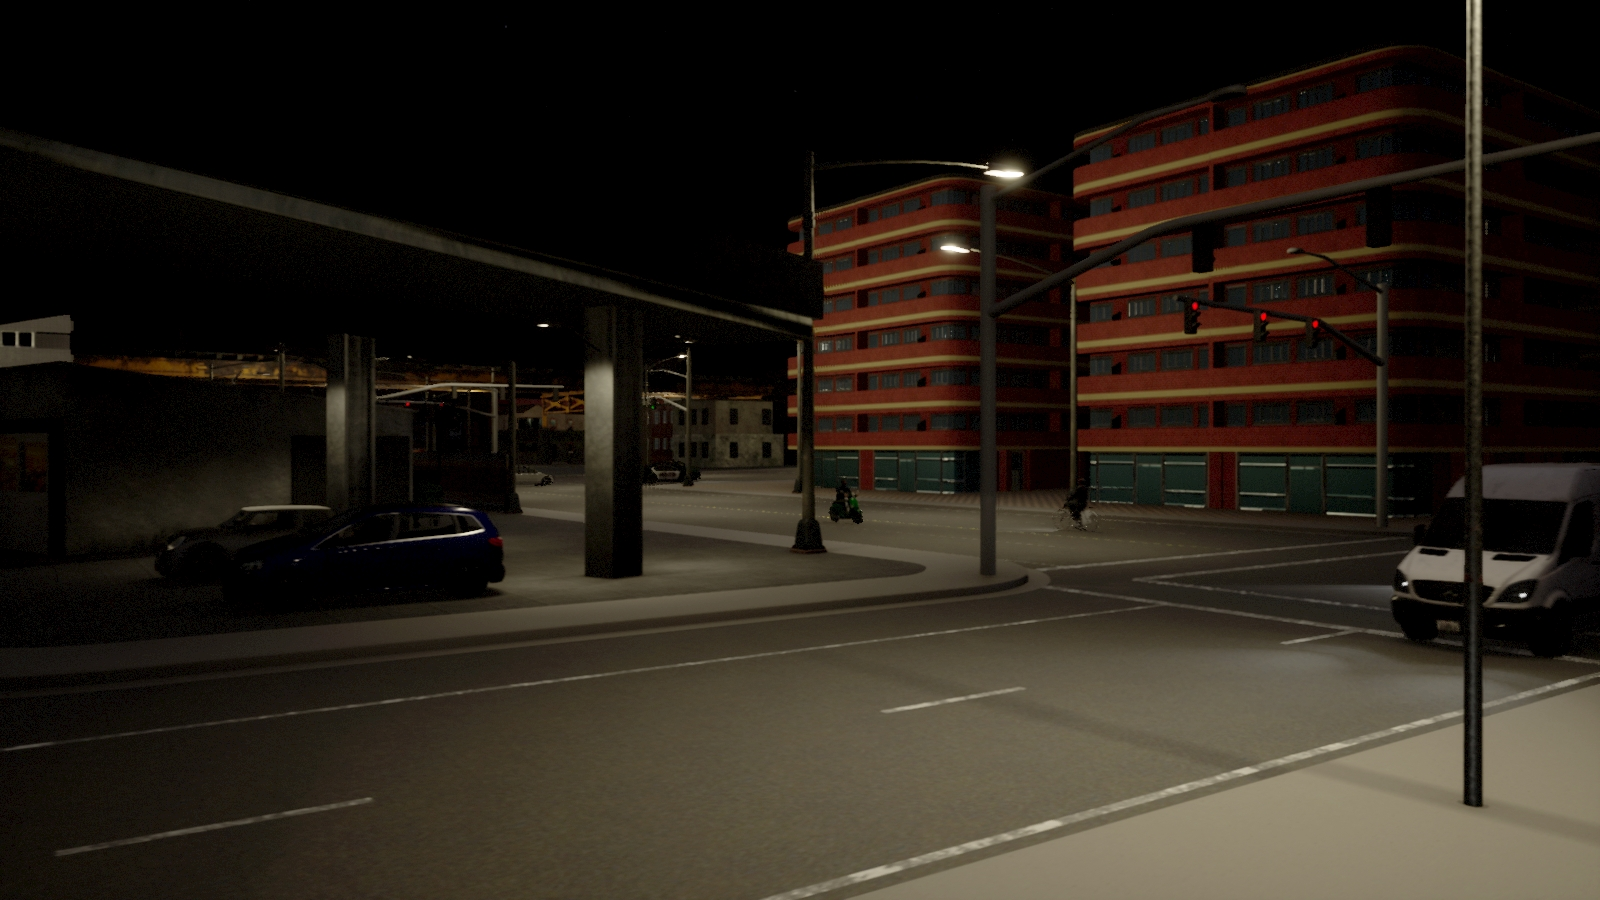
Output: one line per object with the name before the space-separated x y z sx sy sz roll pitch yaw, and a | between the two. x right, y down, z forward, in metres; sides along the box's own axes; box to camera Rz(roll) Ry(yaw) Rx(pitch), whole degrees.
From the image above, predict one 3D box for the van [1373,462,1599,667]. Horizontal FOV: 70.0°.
van | 11.121 1.487 17.093 5.915 2.561 1.988 0 0 -35
